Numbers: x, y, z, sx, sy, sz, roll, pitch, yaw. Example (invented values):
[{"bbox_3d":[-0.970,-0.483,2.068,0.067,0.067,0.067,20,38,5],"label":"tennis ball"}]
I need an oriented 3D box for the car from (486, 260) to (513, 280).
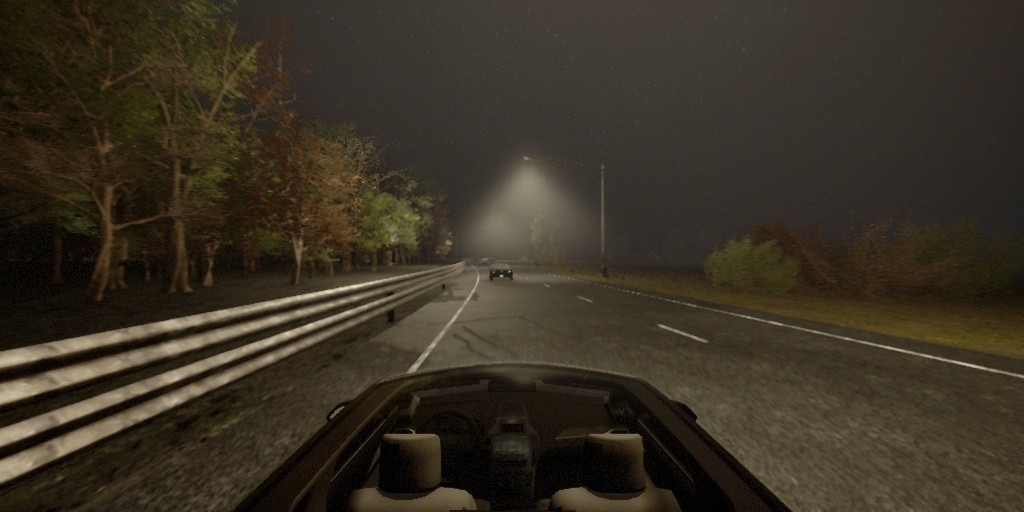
[{"bbox_3d":[-1.006,1.305,30.763,1.895,1.301,4.718,0,0,-5],"label":"car"}]

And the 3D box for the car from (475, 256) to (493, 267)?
[{"bbox_3d":[-5.095,1.160,64.758,2.033,1.411,5.357,0,0,-8],"label":"car"}]
